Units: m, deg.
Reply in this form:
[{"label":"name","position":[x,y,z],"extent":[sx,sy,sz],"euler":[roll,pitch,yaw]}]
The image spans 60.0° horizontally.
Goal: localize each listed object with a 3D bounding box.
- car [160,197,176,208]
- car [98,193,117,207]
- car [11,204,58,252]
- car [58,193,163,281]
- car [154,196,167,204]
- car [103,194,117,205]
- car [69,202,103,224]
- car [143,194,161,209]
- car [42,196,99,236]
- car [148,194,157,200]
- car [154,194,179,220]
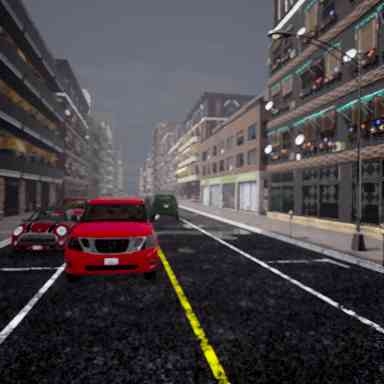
[{"label":"car","position":[-3.539,1.414,48.171],"extent":[1.752,1.417,4.829],"euler":[1,0,-10]},{"label":"car","position":[-11.745,1.105,46.483],"extent":[2.192,1.841,5.009],"euler":[1,0,-10]},{"label":"car","position":[-5.597,1.353,13.229],"extent":[1.967,1.590,4.097],"euler":[1,0,-10]},{"label":"car","position":[-2.284,1.179,10.122],"extent":[2.150,2.045,5.566],"euler":[1,0,-10]},{"label":"car","position":[-5.558,1.391,59.088],"extent":[1.887,1.381,4.507],"euler":[1,0,-10]},{"label":"car","position":[-12.772,1.209,52.025],"extent":[1.967,1.590,4.097],"euler":[1,0,-10]},{"label":"car","position":[-7.649,1.455,24.314],"extent":[1.802,1.307,4.206],"euler":[1,0,-10]},{"label":"car","position":[-5.275,1.230,43.189],"extent":[2.097,1.767,4.553],"euler":[1,0,-10]},{"label":"car","position":[-6.619,1.208,18.772],"extent":[2.192,1.841,5.009],"euler":[1,0,-10]},{"label":"car","position":[-9.658,1.312,81.256],"extent":[2.008,1.369,4.403],"euler":[1,0,-10]},{"label":"car","position":[-2.413,1.156,27.723],"extent":[2.150,2.045,5.566],"euler":[1,0,-10]}]
